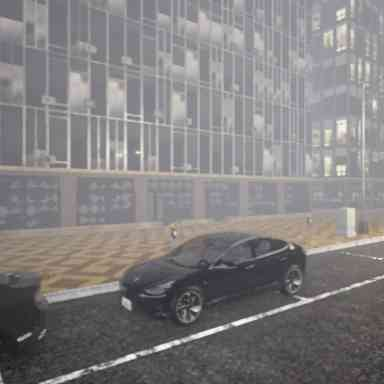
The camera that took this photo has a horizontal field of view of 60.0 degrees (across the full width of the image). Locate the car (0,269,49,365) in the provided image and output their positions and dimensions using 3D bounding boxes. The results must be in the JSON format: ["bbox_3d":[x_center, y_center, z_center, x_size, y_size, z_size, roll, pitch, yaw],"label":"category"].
[{"bbox_3d":[-3.988,1.556,3.710,4.403,1.369,2.008,0,0,-36],"label":"car"}]

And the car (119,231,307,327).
[{"bbox_3d":[0.646,1.546,7.018,4.313,1.339,1.947,0,0,-36],"label":"car"}]
